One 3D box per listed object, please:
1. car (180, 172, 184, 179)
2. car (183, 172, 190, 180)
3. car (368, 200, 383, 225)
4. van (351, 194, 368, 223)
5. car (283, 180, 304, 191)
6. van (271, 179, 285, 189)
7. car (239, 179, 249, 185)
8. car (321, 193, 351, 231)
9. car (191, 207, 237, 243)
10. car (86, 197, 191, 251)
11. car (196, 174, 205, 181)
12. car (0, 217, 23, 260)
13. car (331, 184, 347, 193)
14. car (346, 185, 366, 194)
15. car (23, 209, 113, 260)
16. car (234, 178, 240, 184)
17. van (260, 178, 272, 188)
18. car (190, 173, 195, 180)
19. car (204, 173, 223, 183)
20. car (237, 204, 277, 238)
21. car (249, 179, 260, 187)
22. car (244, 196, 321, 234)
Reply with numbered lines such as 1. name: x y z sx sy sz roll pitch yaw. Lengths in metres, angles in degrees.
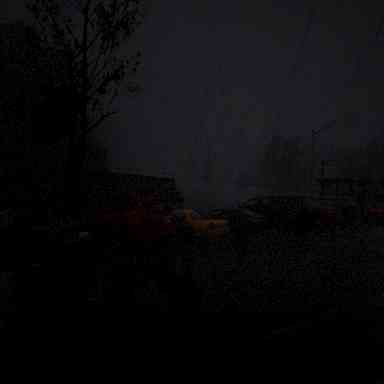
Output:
1. car: -1.174 -4.363 92.403 2.435 2.045 5.566 1 -1 34
2. car: 0.597 -4.086 90.055 2.185 1.767 4.553 4 1 33
3. car: 11.691 1.402 24.645 4.553 1.767 2.185 -1 -1 35
4. van: 9.281 1.296 22.896 4.442 1.987 1.878 -1 -1 35
5. car: 19.700 -0.994 62.991 2.231 1.521 4.892 7 3 35
6. van: 17.941 -1.492 65.355 1.878 1.987 4.442 7 4 35
7. car: 12.811 -2.045 72.880 2.002 1.452 4.674 7 4 35
8. car: 6.741 1.266 21.227 5.566 2.045 2.435 -1 -1 35
9. car: -0.809 1.502 16.141 5.366 1.575 1.946 -1 -1 35
10. car: -3.129 1.247 14.315 5.566 2.045 2.435 -1 -1 35
11. car: 4.118 -3.700 85.117 2.435 2.045 5.566 7 3 34
12. car: -7.996 1.493 10.826 4.892 1.521 2.231 -1 -1 35
13. car: 24.906 -0.427 55.603 2.435 2.045 5.566 7 3 35
14. car: 26.596 0.135 53.130 2.002 1.452 4.674 7 3 35
15. car: -5.575 1.523 12.571 4.792 1.488 2.163 -1 -1 35
16. car: 11.069 -2.318 75.343 2.002 1.452 4.674 7 3 35
17. van: 16.214 -1.765 67.827 1.878 1.987 4.442 7 4 35
18. car: 2.325 -3.851 87.584 2.185 1.767 4.553 6 3 34
19. car: 5.968 -3.177 82.856 1.946 1.575 5.366 7 3 34
20. car: 1.799 1.548 17.767 4.674 1.452 2.002 -1 -1 35
21. car: 14.641 -1.813 70.559 1.946 1.575 5.366 7 3 35
22. car: 4.227 1.262 19.524 5.566 2.045 2.435 -1 -1 35
